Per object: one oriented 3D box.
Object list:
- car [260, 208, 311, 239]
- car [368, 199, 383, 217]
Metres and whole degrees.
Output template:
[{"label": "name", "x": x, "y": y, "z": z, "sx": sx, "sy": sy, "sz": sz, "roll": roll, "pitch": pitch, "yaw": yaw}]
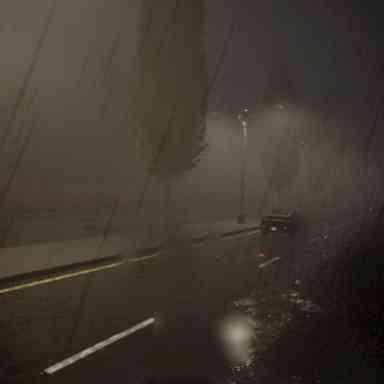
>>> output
[{"label": "car", "x": 5.397, "y": 1.677, "z": 18.810, "sx": 2.128, "sy": 1.511, "sz": 4.902, "roll": 2, "pitch": 0, "yaw": 32}, {"label": "car", "x": 22.750, "y": 2.131, "z": 40.372, "sx": 2.097, "sy": 1.767, "sz": 4.553, "roll": 2, "pitch": 0, "yaw": 32}]
